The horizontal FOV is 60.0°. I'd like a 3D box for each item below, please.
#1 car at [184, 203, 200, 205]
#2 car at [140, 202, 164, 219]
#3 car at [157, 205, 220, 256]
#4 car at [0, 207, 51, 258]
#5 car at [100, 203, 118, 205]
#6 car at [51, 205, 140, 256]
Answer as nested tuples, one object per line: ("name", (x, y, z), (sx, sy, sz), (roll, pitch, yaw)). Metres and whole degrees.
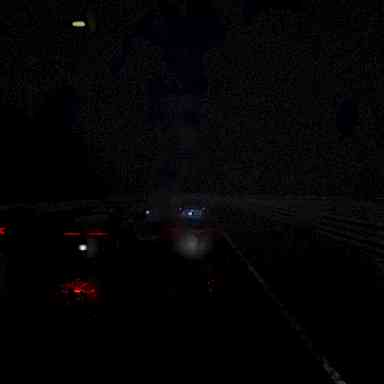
("car", (0.003, 1.550, 25.848), (2.033, 1.411, 5.357), (0, 0, 0))
("car", (-3.471, 1.569, 28.238), (1.994, 1.385, 4.181), (0, 0, 0))
("car", (0.037, 1.491, 13.015), (2.128, 1.511, 4.902), (0, 0, 0))
("car", (-6.964, 1.350, 12.939), (2.097, 1.767, 4.553), (0, 0, 0))
("car", (-6.973, 1.569, 28.082), (1.994, 1.385, 4.181), (0, 0, 0))
("car", (-3.463, 1.505, 13.038), (1.837, 1.490, 4.892), (0, 0, 1))
